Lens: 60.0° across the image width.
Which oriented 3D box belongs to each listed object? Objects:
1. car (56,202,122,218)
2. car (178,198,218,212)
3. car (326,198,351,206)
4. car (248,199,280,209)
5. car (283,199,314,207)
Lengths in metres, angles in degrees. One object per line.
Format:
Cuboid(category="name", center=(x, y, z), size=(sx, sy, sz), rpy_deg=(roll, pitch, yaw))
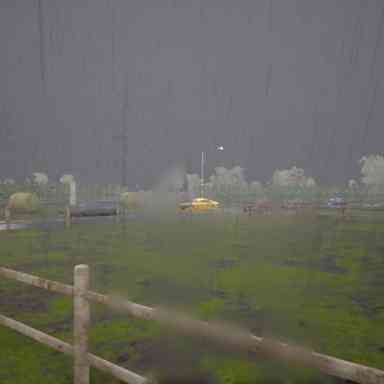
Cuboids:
Cuboid(category="car", center=(-8.757, 1.548, 28.752), size=(5.357, 1.411, 2.033), rpy_deg=(0, 0, -44))
Cuboid(category="car", center=(0.688, 1.493, 37.385), size=(5.008, 1.535, 1.882), rpy_deg=(0, 0, -41))
Cuboid(category="car", center=(22.436, 1.586, 51.081), size=(4.674, 1.442, 1.812), rpy_deg=(0, 0, -36))
Cuboid(category="car", center=(9.694, 1.627, 44.897), size=(4.718, 1.301, 1.895), rpy_deg=(0, 0, -38))
Cuboid(category="car", center=(14.518, 1.649, 45.059), size=(4.718, 1.301, 1.895), rpy_deg=(0, 0, -37))
